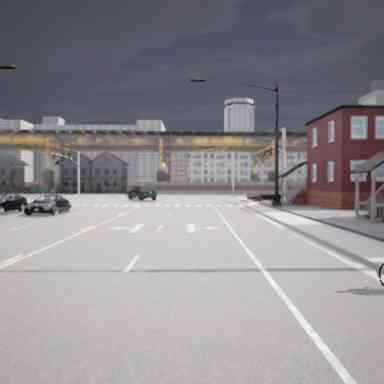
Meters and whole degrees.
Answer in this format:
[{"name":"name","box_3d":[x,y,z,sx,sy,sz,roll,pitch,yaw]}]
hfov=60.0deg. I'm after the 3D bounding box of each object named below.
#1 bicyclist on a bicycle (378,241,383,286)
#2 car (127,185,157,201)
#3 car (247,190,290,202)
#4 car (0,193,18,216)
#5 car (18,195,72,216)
[{"name":"bicyclist on a bicycle","box_3d":[4.596,1.174,6.872,1.656,1.620,0.582,-9,1,1]},{"name":"car","box_3d":[-6.547,0.060,43.213,2.150,2.045,5.566,-1,2,-32]},{"name":"car","box_3d":[9.502,0.453,41.031,5.357,1.411,2.033,0,1,3]},{"name":"car","box_3d":[-13.772,0.847,24.029,2.128,1.511,4.902,0,1,1]},{"name":"car","box_3d":[-10.272,0.925,23.985,1.994,1.385,4.181,0,1,1]}]
